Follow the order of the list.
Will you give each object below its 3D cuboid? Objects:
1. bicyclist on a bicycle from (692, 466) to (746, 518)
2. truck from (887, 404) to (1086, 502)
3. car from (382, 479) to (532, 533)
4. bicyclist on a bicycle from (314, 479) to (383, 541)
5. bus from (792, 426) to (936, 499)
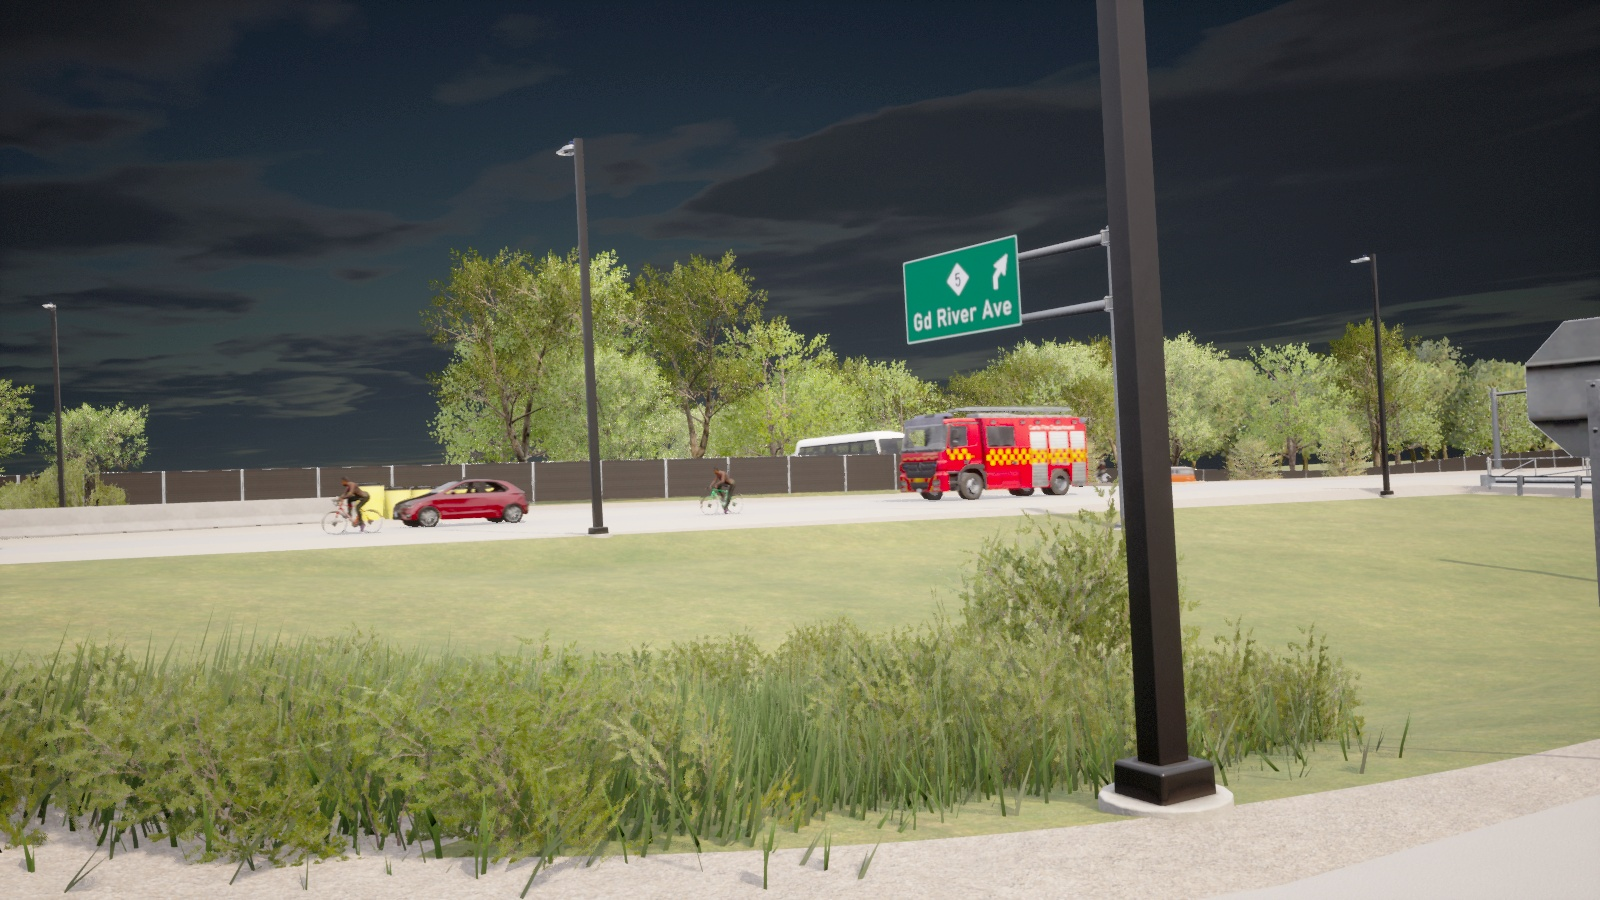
[{"bbox_3d":[-2.678,1.387,41.542,1.656,1.620,0.582,-2,-1,-35],"label":"bicyclist on a bicycle"},{"bbox_3d":[7.988,0.083,53.171,8.468,3.827,2.891,-2,-2,-34],"label":"truck"},{"bbox_3d":[-10.922,1.773,40.088,4.193,1.474,1.816,-2,-2,-35],"label":"car"},{"bbox_3d":[-12.492,1.653,34.755,1.656,1.620,0.582,-2,-1,-35],"label":"bicyclist on a bicycle"},{"bbox_3d":[4.191,0.959,85.776,3.944,4.253,10.273,-3,-2,-36],"label":"bus"}]
